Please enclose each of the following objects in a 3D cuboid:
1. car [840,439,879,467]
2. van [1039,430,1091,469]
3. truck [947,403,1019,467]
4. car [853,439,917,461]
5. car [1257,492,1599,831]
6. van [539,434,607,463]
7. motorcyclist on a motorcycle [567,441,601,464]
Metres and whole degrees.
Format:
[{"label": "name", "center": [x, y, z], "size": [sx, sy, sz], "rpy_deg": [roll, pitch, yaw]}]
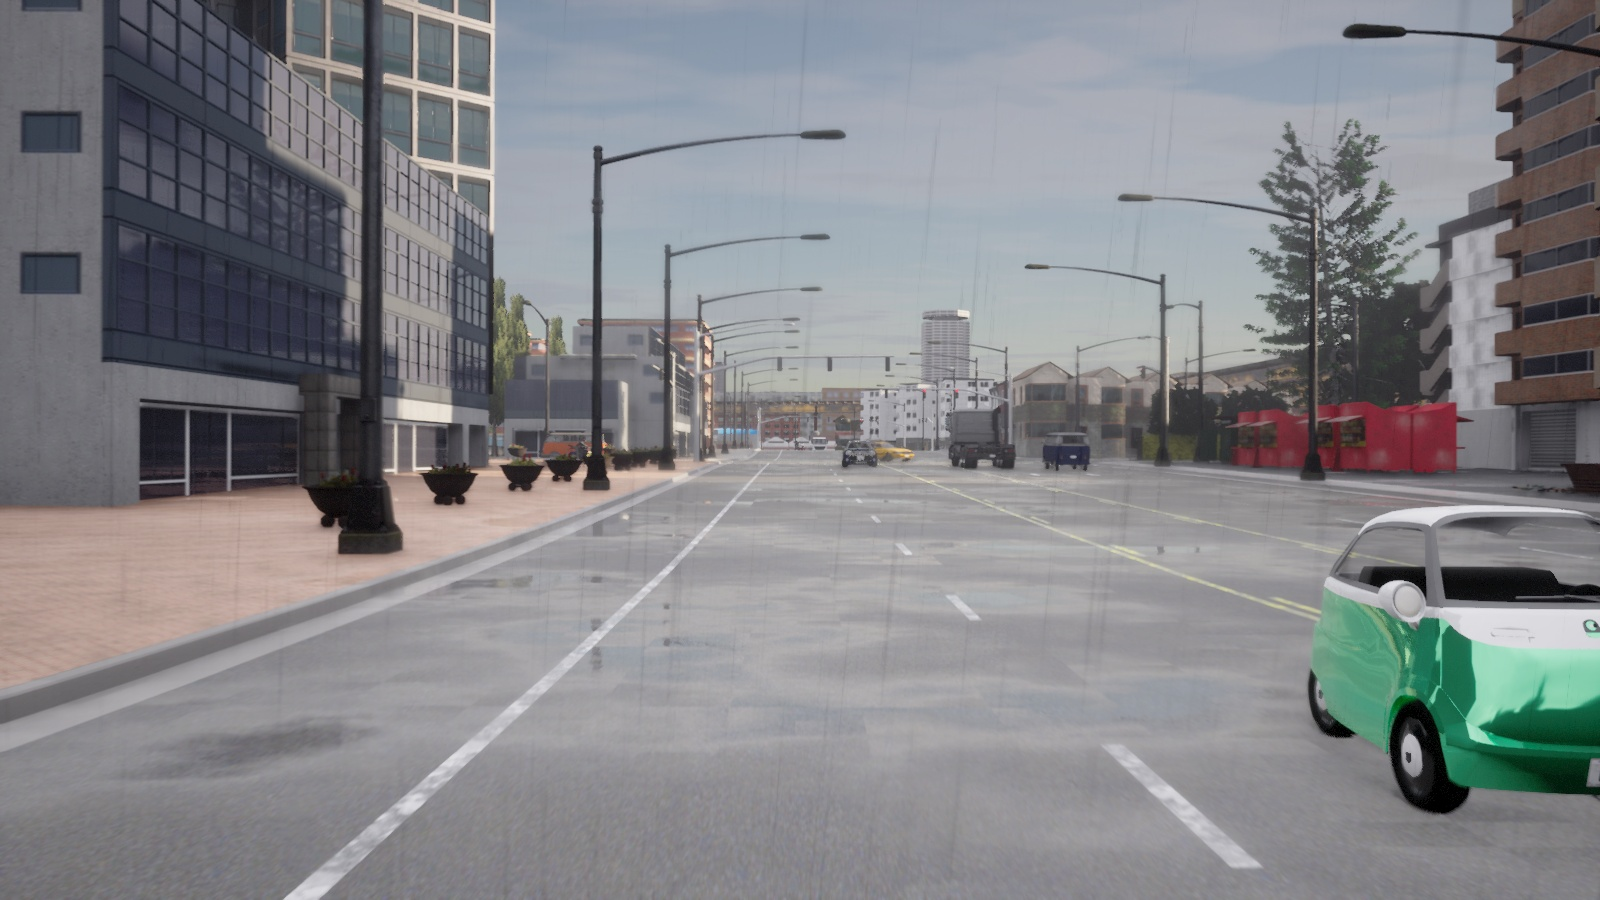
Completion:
[{"label": "car", "center": [3.325, 0.145, 70.603], "size": [1.970, 1.475, 3.806], "rpy_deg": [0, 1, 0]}, {"label": "van", "center": [13.831, -0.061, 65.702], "size": [1.775, 1.987, 4.442], "rpy_deg": [0, 1, 0]}, {"label": "truck", "center": [10.319, -0.845, 71.556], "size": [2.891, 3.462, 7.936], "rpy_deg": [0, 1, 0]}, {"label": "car", "center": [6.176, -0.014, 91.987], "size": [1.801, 1.575, 5.366], "rpy_deg": [0, 0, -32]}, {"label": "car", "center": [3.485, 0.931, 6.417], "size": [1.481, 1.376, 2.207], "rpy_deg": [0, -1, 0]}, {"label": "van", "center": [-16.005, -0.116, 88.699], "size": [4.442, 1.987, 1.775], "rpy_deg": [0, 0, 0]}, {"label": "motorcyclist on a motorcycle", "center": [-14.658, 0.160, 85.197], "size": [2.191, 1.530, 0.866], "rpy_deg": [0, 0, 0]}]
